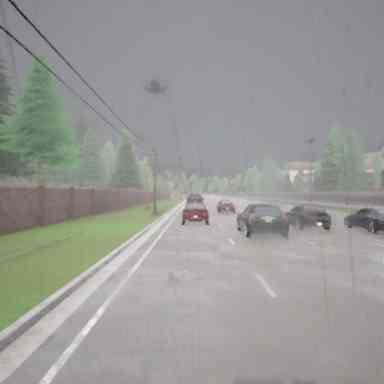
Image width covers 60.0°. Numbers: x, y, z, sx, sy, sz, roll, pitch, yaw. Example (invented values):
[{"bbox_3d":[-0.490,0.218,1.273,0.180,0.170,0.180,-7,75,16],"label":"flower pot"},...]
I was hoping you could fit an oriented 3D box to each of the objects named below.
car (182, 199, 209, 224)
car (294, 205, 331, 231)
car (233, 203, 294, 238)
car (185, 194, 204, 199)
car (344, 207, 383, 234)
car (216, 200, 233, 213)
[{"bbox_3d":[0.253,1.526,25.014,1.882,1.535,5.008,0,0,0],"label":"car"},{"bbox_3d":[7.229,1.569,21.226,1.837,1.490,4.892,0,0,0],"label":"car"},{"bbox_3d":[3.709,1.399,18.144,2.097,1.767,4.553,0,0,0],"label":"car"},{"bbox_3d":[0.365,1.303,41.728,2.150,2.045,5.566,0,0,0],"label":"car"},{"bbox_3d":[10.704,1.598,19.489,1.812,1.442,4.674,0,0,0],"label":"car"},{"bbox_3d":[3.827,1.611,38.090,1.812,1.442,4.674,0,0,0],"label":"car"}]
